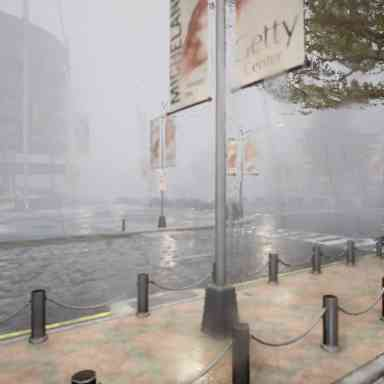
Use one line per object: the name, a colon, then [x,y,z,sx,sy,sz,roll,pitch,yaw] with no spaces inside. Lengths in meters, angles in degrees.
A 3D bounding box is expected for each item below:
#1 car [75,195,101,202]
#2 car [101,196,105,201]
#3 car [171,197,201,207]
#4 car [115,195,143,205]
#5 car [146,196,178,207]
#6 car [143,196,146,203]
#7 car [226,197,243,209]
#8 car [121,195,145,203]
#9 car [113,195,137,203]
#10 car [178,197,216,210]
car: [-23.644,1.416,74.092,5.008,1.535,1.882,0,0,12]
car: [-22.685,1.428,77.458,4.892,1.490,1.837,0,0,12]
car: [-0.958,1.533,52.346,2.033,1.411,5.357,0,0,-36]
car: [-11.453,1.493,59.320,4.892,1.490,1.837,0,0,42]
car: [-4.755,1.465,51.560,1.882,1.535,5.008,0,0,-37]
car: [-7.555,1.464,60.461,1.882,1.535,5.008,0,0,-45]
car: [4.697,1.491,44.408,1.837,1.490,4.892,0,0,-36]
car: [-13.088,1.510,73.651,4.902,1.511,2.128,0,0,26]
car: [-14.108,1.464,70.239,5.008,1.535,1.882,0,0,30]
car: [0.853,1.535,43.805,2.033,1.411,5.357,0,0,-35]
